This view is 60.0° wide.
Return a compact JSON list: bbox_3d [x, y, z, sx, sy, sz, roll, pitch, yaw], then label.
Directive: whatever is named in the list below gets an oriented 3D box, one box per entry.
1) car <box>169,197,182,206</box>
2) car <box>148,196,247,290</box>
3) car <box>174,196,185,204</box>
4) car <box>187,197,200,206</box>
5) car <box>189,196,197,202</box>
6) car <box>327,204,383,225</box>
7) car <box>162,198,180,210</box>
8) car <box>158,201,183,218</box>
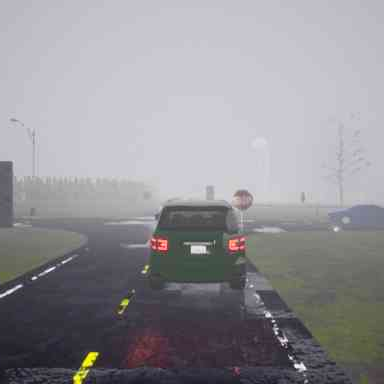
[{"bbox_3d":[-2.685,1.557,54.767,1.812,1.442,4.674,0,0,0],"label":"car"},{"bbox_3d":[0.111,1.220,9.199,2.150,2.045,5.566,0,0,0],"label":"car"},{"bbox_3d":[-2.578,1.601,68.510,2.033,1.411,5.357,0,0,0],"label":"car"},{"bbox_3d":[0.250,1.582,57.416,2.033,1.411,5.357,0,0,0],"label":"car"},{"bbox_3d":[0.205,1.601,80.596,1.812,1.442,4.674,0,0,0],"label":"car"},{"bbox_3d":[12.937,1.665,25.355,5.008,1.535,1.882,1,1,0],"label":"car"},{"bbox_3d":[-2.724,1.583,43.996,1.994,1.385,4.181,0,0,0],"label":"car"},{"bbox_3d":[-2.147,1.608,31.669,1.895,1.301,4.718,0,0,-10],"label":"car"}]
